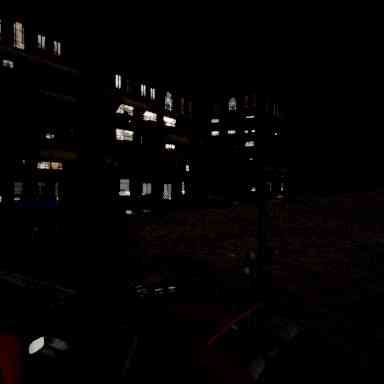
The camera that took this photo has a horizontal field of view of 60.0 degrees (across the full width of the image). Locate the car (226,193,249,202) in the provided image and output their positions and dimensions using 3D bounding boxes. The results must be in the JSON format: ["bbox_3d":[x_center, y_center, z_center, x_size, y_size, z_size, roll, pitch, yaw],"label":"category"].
[{"bbox_3d":[7.446,0.799,54.132,1.895,1.301,4.718,1,1,35],"label":"car"}]

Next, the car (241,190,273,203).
[{"bbox_3d":[9.173,0.877,46.608,2.008,1.369,4.403,2,2,35],"label":"car"}]

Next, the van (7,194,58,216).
[{"bbox_3d":[-13.581,1.036,28.500,1.690,1.788,3.998,2,2,35],"label":"van"}]

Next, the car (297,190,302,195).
[{"bbox_3d":[27.682,0.116,87.990,1.887,1.381,4.507,2,2,35],"label":"car"}]

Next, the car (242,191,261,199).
[{"bbox_3d":[11.714,0.526,64.971,1.752,1.417,4.829,2,2,35],"label":"car"}]

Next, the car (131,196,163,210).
[{"bbox_3d":[-5.418,1.096,35.747,2.033,1.411,5.357,1,1,35],"label":"car"}]

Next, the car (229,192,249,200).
[{"bbox_3d":[8.636,0.650,60.536,1.947,1.339,4.313,2,2,35],"label":"car"}]

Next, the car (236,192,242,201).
[{"bbox_3d":[7.625,0.766,48.958,1.882,1.535,5.008,1,1,35],"label":"car"}]

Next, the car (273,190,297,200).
[{"bbox_3d":[15.619,0.676,55.899,1.752,1.417,4.829,2,2,35],"label":"car"}]

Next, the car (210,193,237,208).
[{"bbox_3d":[2.824,1.051,37.456,2.008,1.369,4.403,2,2,35],"label":"car"}]

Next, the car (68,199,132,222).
[{"bbox_3d":[-6.698,1.329,23.730,1.947,1.339,4.313,2,2,35],"label":"car"}]

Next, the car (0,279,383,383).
[{"bbox_3d":[-0.314,1.544,3.089,4.507,1.381,1.887,0,0,36],"label":"car"}]

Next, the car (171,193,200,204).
[{"bbox_3d":[-0.886,0.910,46.809,1.947,1.339,4.313,2,2,35],"label":"car"}]

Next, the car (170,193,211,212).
[{"bbox_3d":[-0.350,1.132,32.880,1.887,1.381,4.507,2,2,35],"label":"car"}]

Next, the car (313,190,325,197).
[{"bbox_3d":[28.898,0.259,75.639,1.882,1.535,5.008,1,1,35],"label":"car"}]

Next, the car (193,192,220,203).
[{"bbox_3d":[2.288,0.808,51.384,2.008,1.369,4.403,2,2,35],"label":"car"}]
